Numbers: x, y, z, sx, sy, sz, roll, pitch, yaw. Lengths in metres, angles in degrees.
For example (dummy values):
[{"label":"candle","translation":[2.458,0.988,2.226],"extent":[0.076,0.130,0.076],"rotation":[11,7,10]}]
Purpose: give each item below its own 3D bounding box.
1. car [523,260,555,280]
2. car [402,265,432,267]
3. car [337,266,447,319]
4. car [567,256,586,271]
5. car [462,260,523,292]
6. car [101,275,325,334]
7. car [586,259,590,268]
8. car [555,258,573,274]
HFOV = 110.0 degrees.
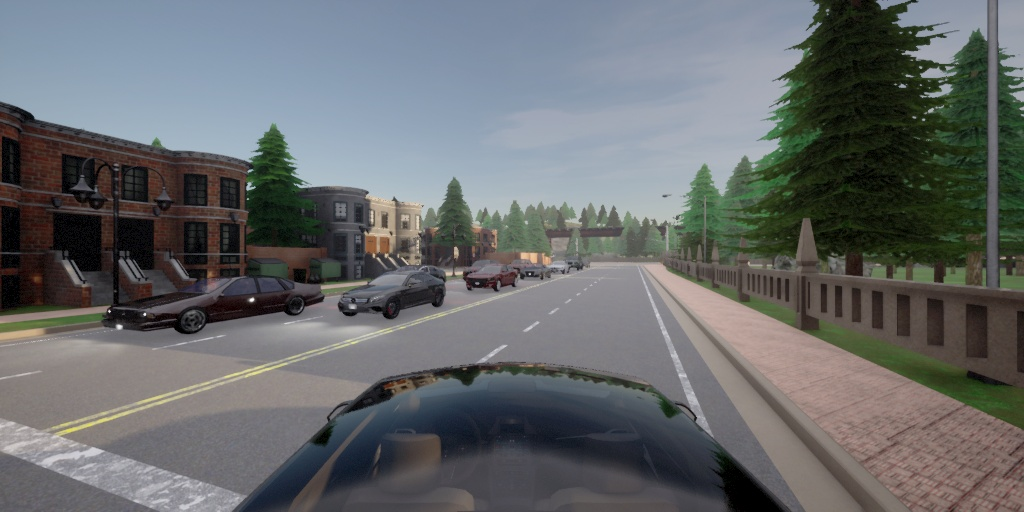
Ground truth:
[{"label":"car","translation":[2.128,1.312,31.407],"extent":[1.994,1.385,4.181],"rotation":[0,0,20]},{"label":"car","translation":[-5.442,1.241,20.016],"extent":[2.128,1.511,4.902],"rotation":[0,0,18]},{"label":"car","translation":[-4.090,1.275,13.088],"extent":[1.812,1.442,4.674],"rotation":[0,0,19]},{"label":"car","translation":[8.711,0.969,50.837],"extent":[2.150,2.045,5.566],"rotation":[0,0,19]},{"label":"car","translation":[-1.095,1.227,21.923],"extent":[1.882,1.535,5.008],"rotation":[0,0,19]},{"label":"car","translation":[-8.482,1.297,11.038],"extent":[2.033,1.411,5.357],"rotation":[0,0,19]},{"label":"car","translation":[12.178,1.251,61.010],"extent":[1.837,1.490,4.892],"rotation":[0,0,19]},{"label":"car","translation":[5.357,1.273,40.960],"extent":[1.812,1.442,4.674],"rotation":[0,0,19]}]
